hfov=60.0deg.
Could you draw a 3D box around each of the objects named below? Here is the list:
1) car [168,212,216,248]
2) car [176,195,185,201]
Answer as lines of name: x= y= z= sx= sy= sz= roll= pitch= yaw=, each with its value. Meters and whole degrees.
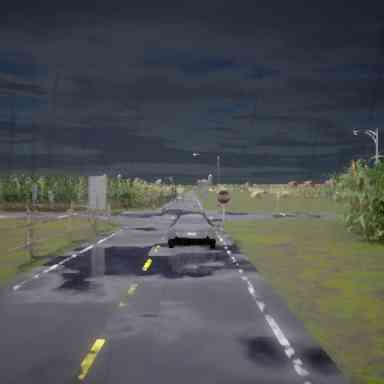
car: x=0.000 y=1.564 z=14.651 sx=1.994 sy=1.385 sz=4.181 roll=0 pitch=0 yaw=0
car: x=-2.793 y=1.367 z=78.677 sx=2.128 sy=1.511 sz=4.902 roll=0 pitch=0 yaw=0
